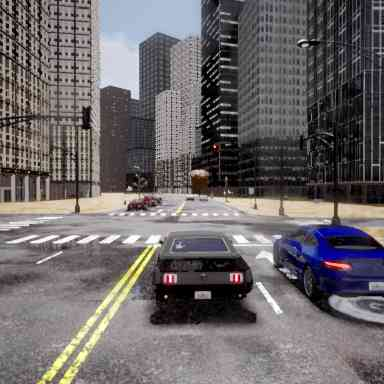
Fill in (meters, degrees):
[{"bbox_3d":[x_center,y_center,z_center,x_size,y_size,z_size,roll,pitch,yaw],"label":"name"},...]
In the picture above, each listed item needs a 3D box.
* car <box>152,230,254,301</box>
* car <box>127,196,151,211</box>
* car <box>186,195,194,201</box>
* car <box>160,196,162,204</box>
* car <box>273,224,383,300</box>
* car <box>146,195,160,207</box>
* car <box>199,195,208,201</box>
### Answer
[{"bbox_3d":[0.106,1.598,8.302,1.895,1.301,4.718,0,0,-3],"label":"car"},{"bbox_3d":[-6.561,1.530,40.362,1.994,1.385,4.181,0,0,0],"label":"car"},{"bbox_3d":[-0.477,1.469,80.459,1.895,1.301,4.718,0,0,-4],"label":"car"},{"bbox_3d":[-6.540,1.416,60.902,2.128,1.511,4.902,0,0,0],"label":"car"},{"bbox_3d":[3.349,1.523,8.272,1.812,1.442,4.674,0,0,1],"label":"car"},{"bbox_3d":[-6.551,1.299,50.611,2.097,1.767,4.553,0,0,0],"label":"car"},{"bbox_3d":[2.772,1.397,80.574,1.812,1.442,4.674,0,0,-4],"label":"car"}]
